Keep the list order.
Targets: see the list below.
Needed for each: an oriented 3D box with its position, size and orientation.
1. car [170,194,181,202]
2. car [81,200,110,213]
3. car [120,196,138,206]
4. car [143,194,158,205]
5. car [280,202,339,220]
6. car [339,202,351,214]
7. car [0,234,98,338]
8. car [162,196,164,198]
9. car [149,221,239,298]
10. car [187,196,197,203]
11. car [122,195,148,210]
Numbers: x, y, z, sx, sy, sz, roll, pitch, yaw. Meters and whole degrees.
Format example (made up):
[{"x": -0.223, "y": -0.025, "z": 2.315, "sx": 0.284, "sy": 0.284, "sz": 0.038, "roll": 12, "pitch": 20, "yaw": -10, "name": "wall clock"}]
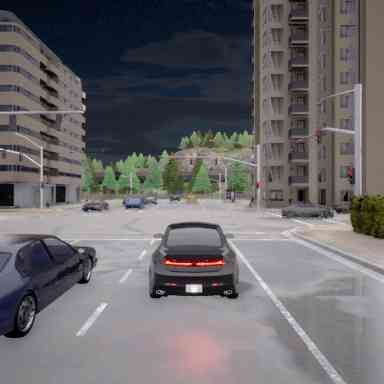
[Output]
[{"x": -3.618, "y": 1.194, "z": 72.924, "sx": 2.097, "sy": 1.767, "sz": 4.553, "roll": 0, "pitch": 0, "yaw": 0, "name": "car"}, {"x": -10.661, "y": 1.547, "z": 37.247, "sx": 2.033, "sy": 1.411, "sz": 5.357, "roll": 0, "pitch": 0, "yaw": 0, "name": "car"}, {"x": -10.675, "y": 1.490, "z": 57.069, "sx": 2.128, "sy": 1.511, "sz": 4.902, "roll": 0, "pitch": 0, "yaw": 0, "name": "car"}, {"x": -7.173, "y": 1.525, "z": 57.958, "sx": 1.812, "sy": 1.442, "sz": 4.674, "roll": 0, "pitch": 0, "yaw": 0, "name": "car"}, {"x": 9.555, "y": 1.564, "z": 27.787, "sx": 4.181, "sy": 1.385, "sz": 1.994, "roll": 0, "pitch": 0, "yaw": 6, "name": "car"}, {"x": 17.290, "y": 1.547, "z": 34.599, "sx": 5.357, "sy": 1.411, "sz": 2.033, "roll": 0, "pitch": 0, "yaw": 0, "name": "car"}, {"x": -3.460, "y": 1.547, "z": 6.537, "sx": 2.033, "sy": 1.411, "sz": 5.357, "roll": 0, "pitch": 0, "yaw": 0, "name": "car"}, {"x": -7.119, "y": 1.167, "z": 73.179, "sx": 1.994, "sy": 1.385, "sz": 4.181, "roll": 0, "pitch": 0, "yaw": 0, "name": "car"}, {"x": 0.050, "y": 1.505, "z": 8.466, "sx": 1.837, "sy": 1.490, "sz": 4.892, "roll": 0, "pitch": 0, "yaw": 0, "name": "car"}, {"x": -0.031, "y": 1.477, "z": 70.020, "sx": 1.882, "sy": 1.535, "sz": 5.008, "roll": 0, "pitch": 0, "yaw": 0, "name": "car"}, {"x": -7.168, "y": 1.478, "z": 42.278, "sx": 1.882, "sy": 1.535, "sz": 5.008, "roll": 0, "pitch": 0, "yaw": 0, "name": "car"}]
